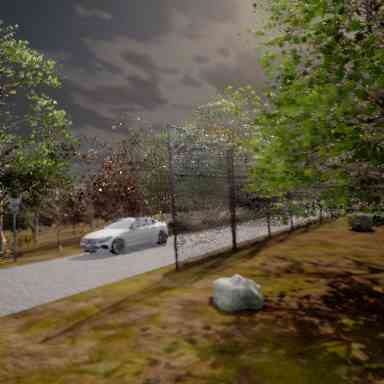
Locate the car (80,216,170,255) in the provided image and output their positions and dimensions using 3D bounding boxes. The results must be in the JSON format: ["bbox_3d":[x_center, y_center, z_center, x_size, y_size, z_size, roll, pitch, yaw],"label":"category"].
[{"bbox_3d":[-2.881,1.879,15.274,1.812,1.442,4.674,-5,-2,33],"label":"car"}]
